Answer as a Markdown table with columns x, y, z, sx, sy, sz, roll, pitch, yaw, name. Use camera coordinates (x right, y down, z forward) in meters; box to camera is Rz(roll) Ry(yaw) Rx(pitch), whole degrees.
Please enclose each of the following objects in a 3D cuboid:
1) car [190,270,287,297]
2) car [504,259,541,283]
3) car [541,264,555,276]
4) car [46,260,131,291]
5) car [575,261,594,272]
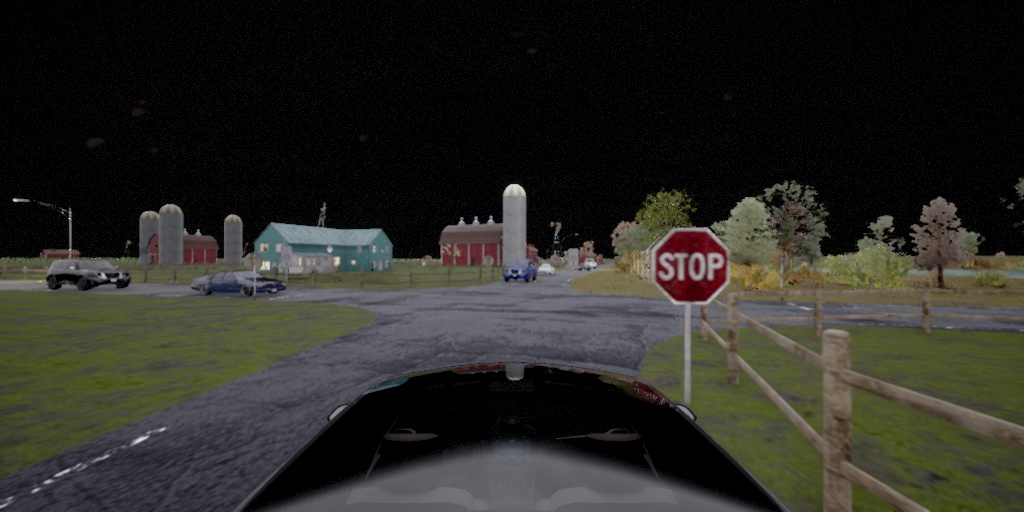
| x | y | z | sx | sy | sz | roll | pitch | yaw | name |
| --- | --- | --- | --- | --- | --- | --- | --- | --- | --- |
| -15.796 | 1.534 | 20.701 | 5.357 | 1.411 | 2.033 | 0 | 0 | 15 | car |
| 0.881 | 1.317 | 33.265 | 2.150 | 2.045 | 5.566 | 0 | 0 | 14 | car |
| 4.415 | 1.774 | 46.279 | 1.812 | 1.442 | 4.674 | 0 | -1 | 17 | car |
| -29.193 | 1.272 | 24.699 | 5.566 | 2.045 | 2.150 | 0 | 0 | 17 | car |
| 12.847 | 2.060 | 63.333 | 1.895 | 1.301 | 4.718 | 0 | -1 | 18 | car |
